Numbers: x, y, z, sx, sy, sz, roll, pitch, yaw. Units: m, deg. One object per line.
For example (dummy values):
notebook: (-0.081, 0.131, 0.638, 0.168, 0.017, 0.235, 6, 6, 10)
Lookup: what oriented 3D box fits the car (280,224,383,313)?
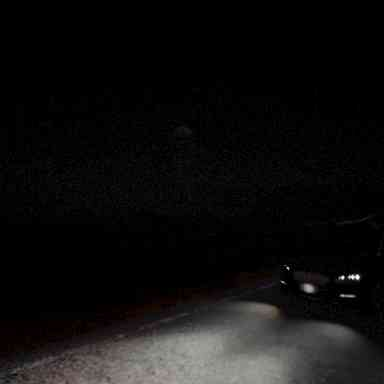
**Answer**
car: (3.994, 1.567, 7.982, 4.902, 1.511, 2.128, 0, -1, -43)
